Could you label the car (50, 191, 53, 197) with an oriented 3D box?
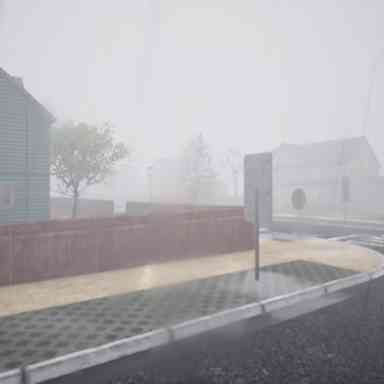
[{"bbox_3d":[-34.204,0.893,78.196,2.150,2.045,5.566,0,0,-36],"label":"car"}]
